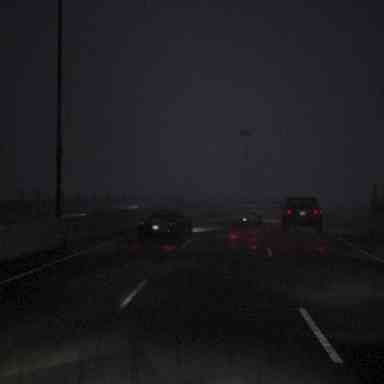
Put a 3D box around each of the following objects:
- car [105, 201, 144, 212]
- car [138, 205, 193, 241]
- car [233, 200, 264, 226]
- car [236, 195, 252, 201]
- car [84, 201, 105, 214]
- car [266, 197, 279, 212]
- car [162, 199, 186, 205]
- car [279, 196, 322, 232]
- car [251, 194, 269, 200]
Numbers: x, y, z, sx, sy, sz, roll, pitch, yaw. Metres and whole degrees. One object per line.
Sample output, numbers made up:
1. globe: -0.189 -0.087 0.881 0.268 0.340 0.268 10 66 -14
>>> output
1. car: -6.855 1.650 35.606 1.812 1.442 4.674 0 0 22
2. car: -1.261 1.607 17.230 1.994 1.385 4.181 0 0 12
3. car: 4.104 1.580 24.025 1.812 1.442 4.674 0 0 16
4. car: 11.729 1.556 71.255 2.150 2.045 5.566 -1 -1 44
5. car: -10.030 1.702 37.007 1.994 1.385 4.181 0 0 22
6. car: 11.113 1.654 40.714 2.033 1.411 5.357 0 0 29
7. car: -2.148 1.632 37.769 1.837 1.490 4.892 0 -1 24
8. car: 6.692 1.263 20.603 2.150 2.045 5.566 0 0 15
9. car: 15.186 1.639 69.785 2.128 1.511 4.902 -1 -1 44
